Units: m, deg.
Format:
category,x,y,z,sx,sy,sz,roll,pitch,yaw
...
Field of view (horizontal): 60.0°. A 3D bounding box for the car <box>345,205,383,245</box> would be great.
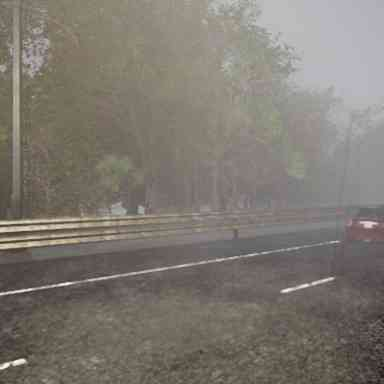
category,x,y,z,sx,sy,sz,roll,pitch,yaw
car,8.651,1.356,14.335,4.553,1.767,2.097,0,0,-36
